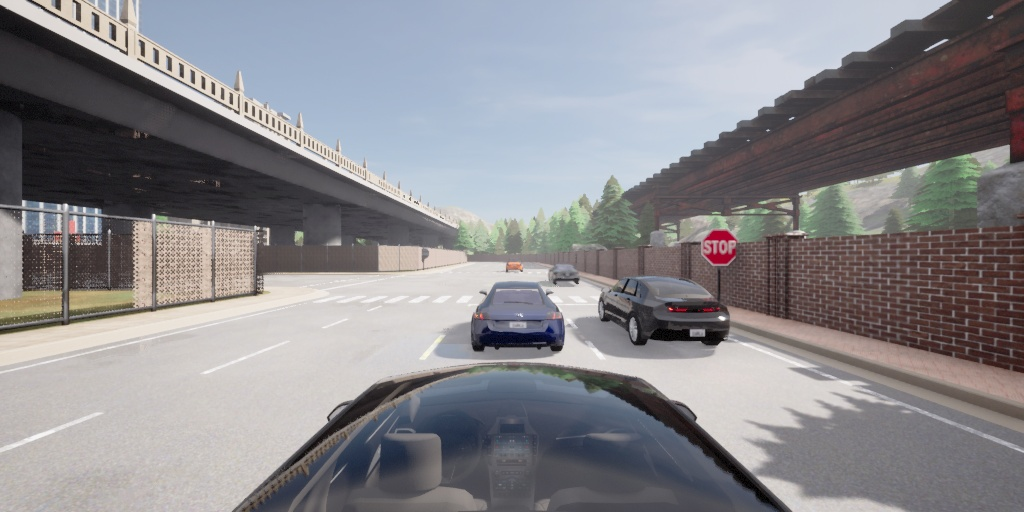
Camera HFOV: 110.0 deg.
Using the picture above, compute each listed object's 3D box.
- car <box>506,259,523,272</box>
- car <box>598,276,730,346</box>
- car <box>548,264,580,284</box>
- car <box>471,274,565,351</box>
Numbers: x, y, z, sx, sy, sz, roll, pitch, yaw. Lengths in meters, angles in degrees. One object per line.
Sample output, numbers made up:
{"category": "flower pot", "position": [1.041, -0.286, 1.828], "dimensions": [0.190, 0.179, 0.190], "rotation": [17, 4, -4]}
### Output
{"category": "car", "position": [0.273, 1.102, 45.484], "dimensions": [2.097, 1.767, 4.553], "rotation": [0, 0, 0]}
{"category": "car", "position": [3.620, 1.255, 9.412], "dimensions": [1.837, 1.490, 4.892], "rotation": [0, 0, 0]}
{"category": "car", "position": [3.774, 1.297, 26.584], "dimensions": [2.033, 1.411, 5.357], "rotation": [0, 0, 1]}
{"category": "car", "position": [0.117, 1.314, 8.987], "dimensions": [1.994, 1.385, 4.181], "rotation": [0, 0, 0]}
